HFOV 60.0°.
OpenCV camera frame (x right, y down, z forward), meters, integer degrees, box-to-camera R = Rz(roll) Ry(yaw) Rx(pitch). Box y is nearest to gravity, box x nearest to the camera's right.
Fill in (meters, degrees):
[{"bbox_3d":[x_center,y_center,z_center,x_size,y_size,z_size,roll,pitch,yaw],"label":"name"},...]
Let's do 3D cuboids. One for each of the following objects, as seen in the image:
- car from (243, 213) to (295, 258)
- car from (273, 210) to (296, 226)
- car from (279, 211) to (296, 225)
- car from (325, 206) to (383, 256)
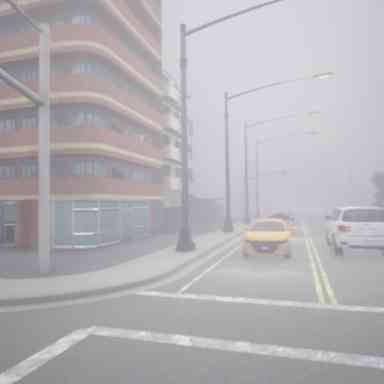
[{"bbox_3d":[3.557,1.964,15.196,1.882,1.535,5.008,-1,-2,18],"label":"car"},{"bbox_3d":[9.405,2.602,33.549,1.994,1.385,4.181,-1,-2,18],"label":"car"},{"bbox_3d":[6.404,2.280,24.125,1.812,1.442,4.674,-1,-2,17],"label":"car"},{"bbox_3d":[7.423,1.652,15.115,2.150,2.045,5.566,-1,-2,17],"label":"car"}]
